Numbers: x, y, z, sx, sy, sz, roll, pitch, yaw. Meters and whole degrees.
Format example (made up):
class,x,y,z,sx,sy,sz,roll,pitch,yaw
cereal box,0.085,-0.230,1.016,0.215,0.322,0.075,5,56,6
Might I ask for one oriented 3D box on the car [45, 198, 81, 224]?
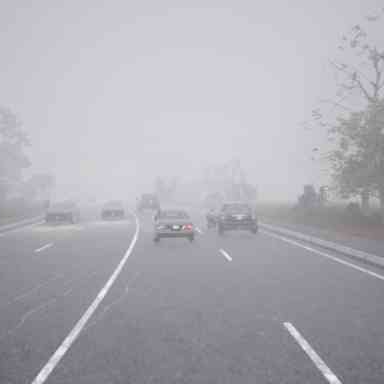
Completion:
class,x,y,z,sx,sy,sz,roll,pitch,yaw
car,-9.604,1.471,25.044,1.882,1.535,5.008,0,0,-11

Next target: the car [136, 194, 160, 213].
class,x,y,z,sx,sy,sz,roll,pitch,yaw
car,-4.959,1.201,37.194,2.150,2.045,5.566,0,0,-15

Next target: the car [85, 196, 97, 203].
class,x,y,z,sx,sy,sz,roll,pitch,yaw
car,-20.497,1.481,67.316,2.033,1.411,5.357,0,0,-26

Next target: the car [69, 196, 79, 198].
class,x,y,z,sx,sy,sz,roll,pitch,yaw
car,-22.456,1.457,63.460,1.837,1.490,4.892,0,0,-26

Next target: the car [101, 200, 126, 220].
class,x,y,z,sx,sy,sz,roll,pitch,yaw
car,-6.790,1.464,28.805,1.882,1.535,5.008,0,0,-12

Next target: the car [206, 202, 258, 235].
class,x,y,z,sx,sy,sz,roll,pitch,yaw
car,2.146,1.333,19.088,2.097,1.767,4.553,0,0,-7

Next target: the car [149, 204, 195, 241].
class,x,y,z,sx,sy,sz,roll,pitch,yaw
car,-0.995,1.536,16.527,2.033,1.411,5.357,0,0,-7
